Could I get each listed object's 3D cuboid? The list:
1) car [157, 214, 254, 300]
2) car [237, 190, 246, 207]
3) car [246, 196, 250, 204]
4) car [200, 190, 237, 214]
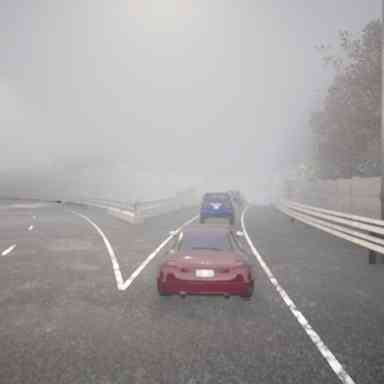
[{"bbox_3d":[0.348,1.471,8.251,1.994,1.385,4.181,0,1,3],"label":"car"},{"bbox_3d":[5.145,0.805,41.212,2.150,2.045,5.566,0,0,11],"label":"car"},{"bbox_3d":[7.856,1.309,54.297,2.033,1.411,5.357,0,-1,12],"label":"car"},{"bbox_3d":[1.798,0.971,22.535,2.150,2.045,5.566,0,1,7],"label":"car"}]
